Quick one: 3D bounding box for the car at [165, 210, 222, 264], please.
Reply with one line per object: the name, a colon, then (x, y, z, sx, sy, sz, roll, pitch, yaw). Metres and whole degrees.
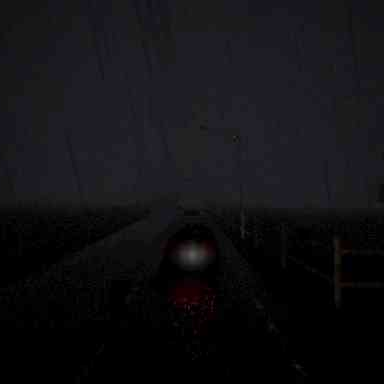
car: (0.044, 1.644, 12.384, 1.837, 1.490, 4.892, 0, 0, 0)

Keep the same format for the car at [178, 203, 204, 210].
car: (0.046, 1.837, 28.016, 1.812, 1.442, 4.674, 0, 0, 1)

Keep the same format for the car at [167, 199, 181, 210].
car: (-2.833, 1.946, 52.767, 2.097, 1.767, 4.553, 0, -1, 0)
